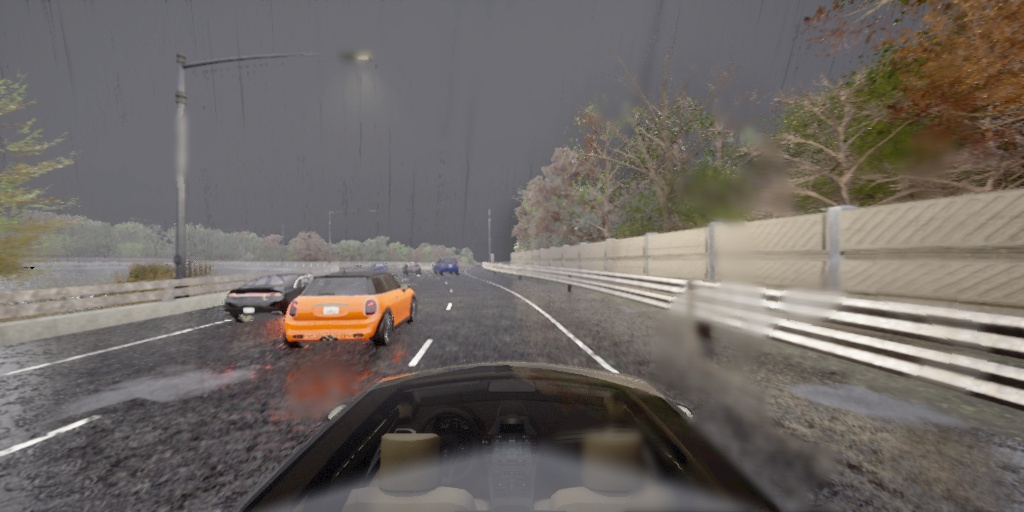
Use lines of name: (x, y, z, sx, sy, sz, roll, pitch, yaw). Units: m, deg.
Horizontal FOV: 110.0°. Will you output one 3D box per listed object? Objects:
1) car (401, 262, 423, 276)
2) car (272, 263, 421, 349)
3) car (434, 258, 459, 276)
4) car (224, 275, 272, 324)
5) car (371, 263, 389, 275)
car: (-12.462, 1.571, 44.439, 2.128, 1.511, 4.902, 0, 0, -23)
car: (-3.947, 1.171, 9.607, 2.097, 1.767, 4.553, 0, 0, -5)
car: (-7.795, 1.264, 42.352, 2.150, 2.045, 5.566, 0, 0, -21)
car: (-7.690, 1.349, 12.609, 2.128, 1.511, 4.902, 0, 0, -5)
car: (-16.975, 1.638, 45.992, 1.812, 1.442, 4.674, 0, 0, -24)
